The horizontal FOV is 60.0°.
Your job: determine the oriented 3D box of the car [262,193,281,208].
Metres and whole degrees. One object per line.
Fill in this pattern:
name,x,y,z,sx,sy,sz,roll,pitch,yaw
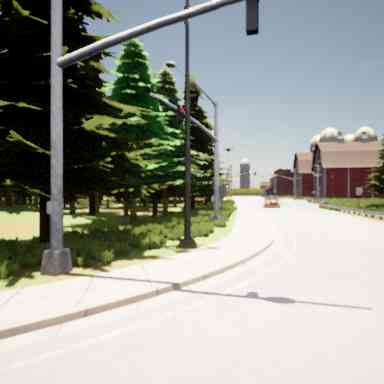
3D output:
car,11.302,1.339,47.187,2.097,1.767,4.553,0,0,7
